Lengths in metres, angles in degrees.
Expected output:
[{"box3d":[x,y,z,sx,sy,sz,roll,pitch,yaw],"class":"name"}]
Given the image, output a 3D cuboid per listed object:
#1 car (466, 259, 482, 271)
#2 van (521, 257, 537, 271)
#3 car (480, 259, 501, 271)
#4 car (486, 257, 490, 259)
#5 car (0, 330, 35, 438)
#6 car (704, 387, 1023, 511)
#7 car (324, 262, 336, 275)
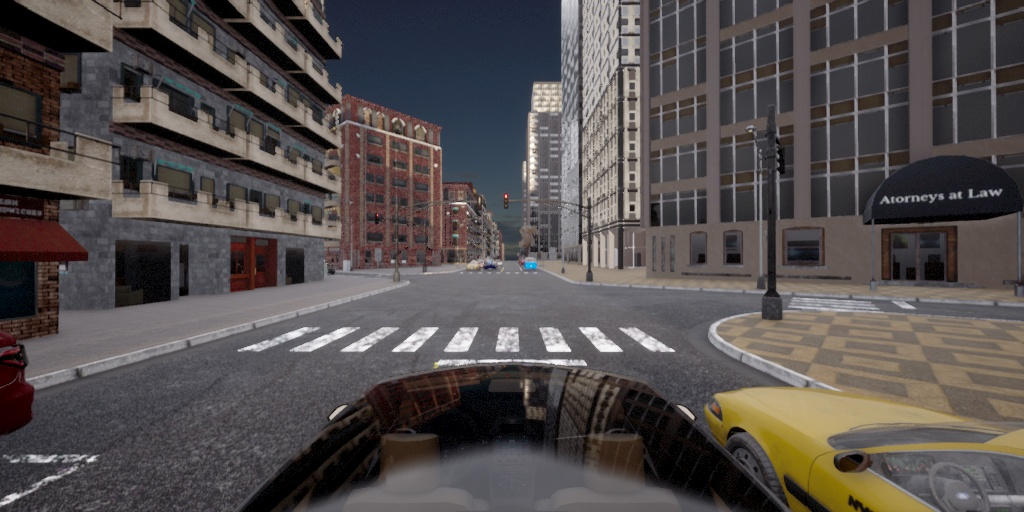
[{"box3d":[-5.335,1.306,49.937,1.751,1.417,4.829,0,0,0],"class":"car"},{"box3d":[2.545,1.122,50.110,1.690,1.789,3.998,0,0,0],"class":"van"},{"box3d":[-2.859,1.381,49.276,1.895,1.301,4.718,0,0,0],"class":"car"},{"box3d":[-5.340,1.242,61.212,1.967,1.591,4.097,0,0,0],"class":"car"},{"box3d":[-5.314,1.065,1.107,2.192,1.841,5.009,0,0,0],"class":"car"},{"box3d":[2.566,1.275,1.287,1.751,1.417,4.829,0,0,0],"class":"car"},{"box3d":[-22.362,1.440,41.800,4.892,1.490,1.837,1,0,41],"class":"car"}]
